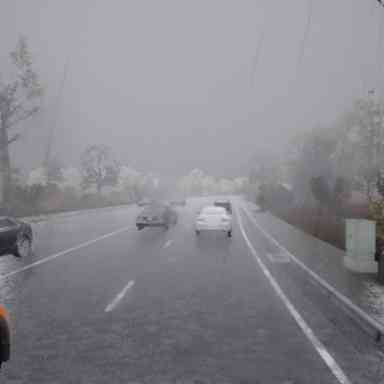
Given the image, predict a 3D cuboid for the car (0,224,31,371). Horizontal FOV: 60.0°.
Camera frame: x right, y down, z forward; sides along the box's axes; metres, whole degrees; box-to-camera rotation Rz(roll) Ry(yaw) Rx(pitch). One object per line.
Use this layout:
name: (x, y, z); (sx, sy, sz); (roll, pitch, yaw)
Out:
car: (-3.266, 1.342, 2.188); (2.097, 1.767, 4.553); (0, 0, 1)

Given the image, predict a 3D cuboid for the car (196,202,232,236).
car: (1.234, 1.522, 18.404); (1.812, 1.442, 4.674); (0, 0, 5)

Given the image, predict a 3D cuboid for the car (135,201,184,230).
car: (-2.054, 1.531, 20.802); (2.033, 1.411, 5.357); (0, 0, 6)

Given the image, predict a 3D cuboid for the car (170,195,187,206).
car: (-2.110, 1.318, 50.849); (2.097, 1.767, 4.553); (0, 0, 7)

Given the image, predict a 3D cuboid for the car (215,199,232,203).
car: (3.286, 1.472, 36.195); (1.882, 1.535, 5.008); (0, 0, 7)

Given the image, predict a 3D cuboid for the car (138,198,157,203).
car: (-6.156, 1.501, 46.771); (2.033, 1.411, 5.357); (0, 0, 7)

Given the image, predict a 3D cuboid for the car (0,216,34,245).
car: (-6.674, 1.466, 9.909); (2.128, 1.511, 4.902); (0, 0, 4)
